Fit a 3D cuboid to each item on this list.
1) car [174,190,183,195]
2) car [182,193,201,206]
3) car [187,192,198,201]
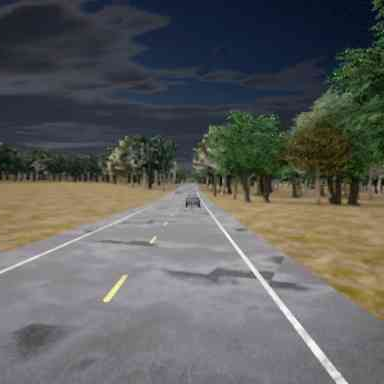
[{"bbox_3d":[-3.500,0.098,87.043,1.994,1.385,4.181,0,2,0],"label":"car"},{"bbox_3d":[0.100,1.084,43.867,2.128,1.511,4.902,0,1,0],"label":"car"},{"bbox_3d":[0.099,0.839,62.216,2.033,1.411,5.357,0,1,0],"label":"car"}]
